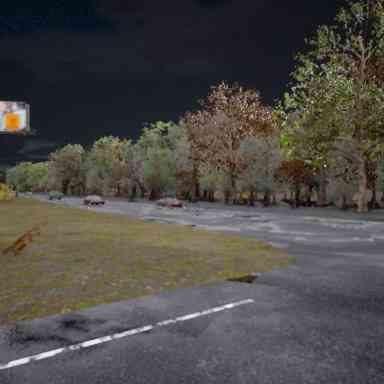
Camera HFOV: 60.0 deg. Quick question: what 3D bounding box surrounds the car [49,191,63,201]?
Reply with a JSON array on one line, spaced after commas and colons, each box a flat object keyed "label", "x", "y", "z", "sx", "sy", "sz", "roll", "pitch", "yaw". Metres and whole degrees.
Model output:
[{"label": "car", "x": -29.045, "y": 0.758, "z": 70.653, "sx": 2.150, "sy": 2.045, "sz": 5.566, "roll": 0, "pitch": 0, "yaw": -27}]

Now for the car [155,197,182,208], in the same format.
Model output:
[{"label": "car", "x": -3.054, "y": 1.342, "z": 42.733, "sx": 1.994, "sy": 1.385, "sz": 4.181, "roll": 0, "pitch": 0, "yaw": -34}]

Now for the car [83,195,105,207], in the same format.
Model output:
[{"label": "car", "x": -13.446, "y": 1.207, "z": 45.522, "sx": 1.882, "sy": 1.535, "sz": 5.008, "roll": 0, "pitch": 0, "yaw": -34}]
